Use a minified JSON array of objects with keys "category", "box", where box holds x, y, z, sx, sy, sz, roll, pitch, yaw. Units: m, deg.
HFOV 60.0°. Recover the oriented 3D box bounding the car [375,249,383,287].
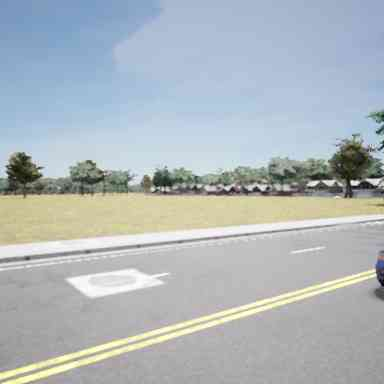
[{"category":"car","box":[6.077,1.502,7.777,4.674,1.442,1.812,0,0,-36]}]
